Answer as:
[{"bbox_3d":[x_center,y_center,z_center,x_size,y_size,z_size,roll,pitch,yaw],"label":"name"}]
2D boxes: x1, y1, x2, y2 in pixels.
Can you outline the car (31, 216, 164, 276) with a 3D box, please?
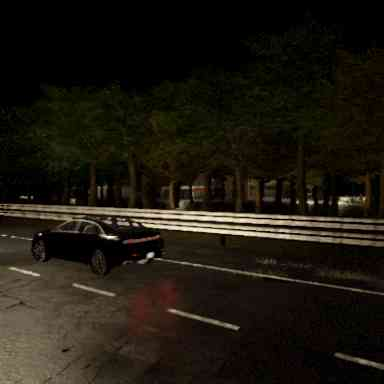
[{"bbox_3d":[-3.095,1.494,10.379,4.902,1.511,2.128,0,0,36],"label":"car"}]
